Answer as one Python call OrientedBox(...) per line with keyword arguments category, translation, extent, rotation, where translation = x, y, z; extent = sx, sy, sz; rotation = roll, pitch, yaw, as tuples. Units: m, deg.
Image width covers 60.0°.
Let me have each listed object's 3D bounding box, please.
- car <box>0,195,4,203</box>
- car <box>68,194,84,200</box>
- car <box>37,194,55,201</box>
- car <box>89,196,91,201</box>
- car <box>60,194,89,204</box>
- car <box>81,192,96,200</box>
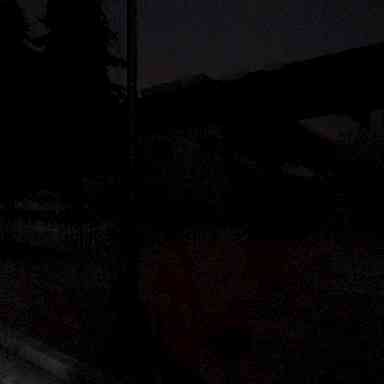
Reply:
OrientedBox(category="car", translation=(-36.215, 1.223, 61.159), extent=(3.633, 1.501, 1.845), rotation=(0, 0, 36))
OrientedBox(category="car", translation=(-29.266, 1.252, 83.823), extent=(3.806, 1.475, 1.970), rotation=(0, 0, 36))
OrientedBox(category="car", translation=(-30.298, 1.201, 69.212), extent=(4.514, 1.523, 2.007), rotation=(0, 0, 36))
OrientedBox(category="car", translation=(-17.718, 1.006, 55.749), extent=(3.866, 1.878, 1.905), rotation=(0, 0, 36))
OrientedBox(category="car", translation=(-19.095, 1.028, 53.157), extent=(4.605, 1.855, 1.932), rotation=(0, 0, 36))
OrientedBox(category="car", translation=(-26.815, 0.968, 86.151), extent=(3.866, 1.878, 1.905), rotation=(0, 0, 36))
